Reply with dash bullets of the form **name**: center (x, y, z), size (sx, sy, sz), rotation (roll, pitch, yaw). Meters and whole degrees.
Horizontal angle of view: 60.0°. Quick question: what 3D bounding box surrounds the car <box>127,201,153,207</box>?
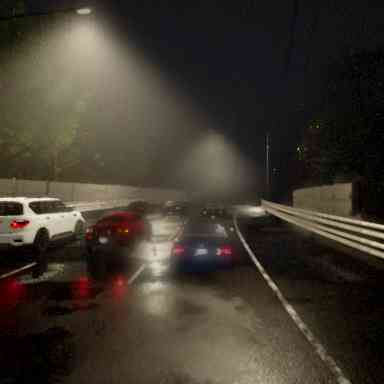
- **car**: center (-4.738, 1.545, 30.649), size (1.812, 1.442, 4.674), rotation (0, 0, 8)

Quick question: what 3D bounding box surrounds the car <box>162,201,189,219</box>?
- **car**: center (-1.386, 1.514, 29.358), size (2.128, 1.511, 4.902), rotation (0, 0, 8)

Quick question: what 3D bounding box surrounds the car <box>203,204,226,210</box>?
- **car**: center (1.895, 1.622, 27.621), size (1.895, 1.301, 4.718), rotation (0, 0, 7)

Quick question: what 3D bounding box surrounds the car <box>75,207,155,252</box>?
- **car**: center (-2.888, 1.533, 13.840), size (1.812, 1.442, 4.674), rotation (0, -1, 5)

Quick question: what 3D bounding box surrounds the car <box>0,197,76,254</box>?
- **car**: center (-6.410, 1.226, 13.716), size (2.150, 2.045, 5.566), rotation (0, 0, 4)

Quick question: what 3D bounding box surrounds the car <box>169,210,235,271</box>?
- **car**: center (0.413, 1.555, 10.910), size (2.033, 1.411, 5.357), rotation (0, 0, 4)

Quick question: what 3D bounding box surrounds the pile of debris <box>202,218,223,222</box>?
- **pile of debris**: center (1.645, 2.195, 26.338), size (1.500, 0.140, 1.860), rotation (0, 0, 7)
